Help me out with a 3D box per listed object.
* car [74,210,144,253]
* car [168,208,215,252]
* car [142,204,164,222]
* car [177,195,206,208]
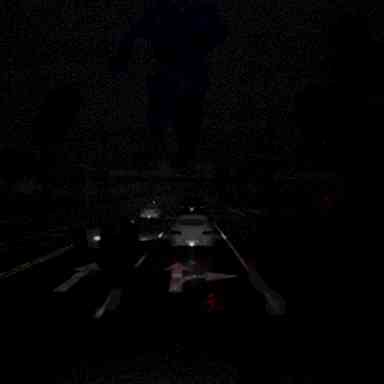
[{"bbox_3d":[-3.499,1.698,14.279,1.994,1.385,4.181,0,-1,0],"label":"car"},{"bbox_3d":[0.003,1.661,14.390,1.812,1.442,4.674,0,0,0],"label":"car"},{"bbox_3d":[-3.497,1.800,29.392,1.812,1.442,4.674,0,0,0],"label":"car"},{"bbox_3d":[-0.001,1.488,29.029,2.150,2.045,5.566,0,0,0],"label":"car"}]
